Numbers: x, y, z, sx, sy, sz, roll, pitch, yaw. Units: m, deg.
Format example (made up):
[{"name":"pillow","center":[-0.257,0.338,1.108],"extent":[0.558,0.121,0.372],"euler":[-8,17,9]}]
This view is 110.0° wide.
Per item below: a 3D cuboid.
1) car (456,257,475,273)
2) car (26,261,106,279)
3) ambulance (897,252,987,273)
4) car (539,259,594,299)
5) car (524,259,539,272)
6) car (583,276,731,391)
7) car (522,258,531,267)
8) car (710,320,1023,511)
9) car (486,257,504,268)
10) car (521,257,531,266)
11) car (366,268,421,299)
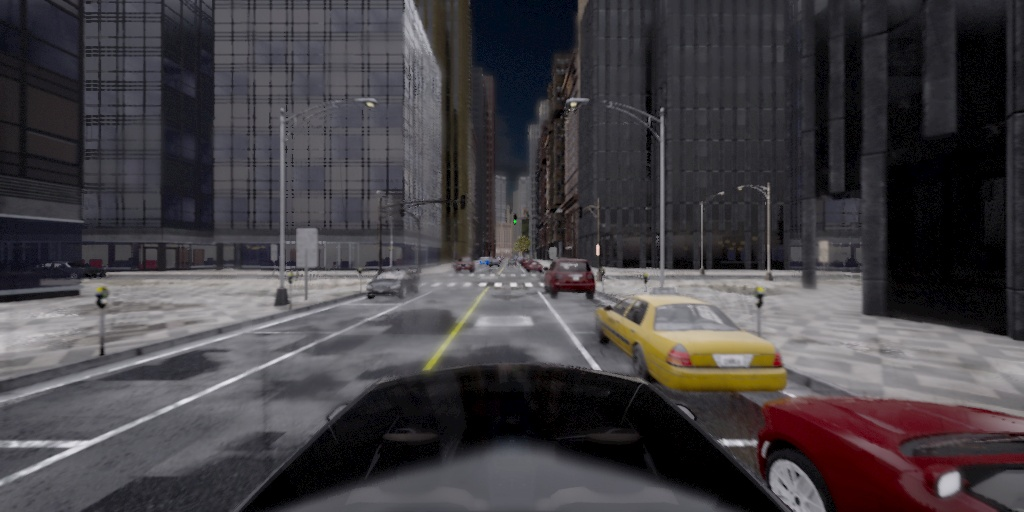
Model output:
[{"name":"car","center":[-5.750,1.073,44.744],"extent":[2.192,1.841,5.009],"euler":[0,0,0]},{"name":"car","center":[-36.459,1.189,29.413],"extent":[5.008,1.535,1.882],"euler":[0,0,0]},{"name":"ambulance","center":[39.561,0.859,33.148],"extent":[6.366,2.431,2.351],"euler":[0,0,0]},{"name":"car","center":[2.767,1.065,17.907],"extent":[2.192,1.841,5.009],"euler":[0,0,0]},{"name":"car","center":[2.775,1.340,44.761],"extent":[1.802,1.307,4.207],"euler":[0,0,0]},{"name":"car","center":[2.764,1.275,6.805],"extent":[1.751,1.417,4.829],"euler":[0,0,0]},{"name":"car","center":[2.777,1.343,50.380],"extent":[1.802,1.307,4.207],"euler":[0,0,0]},{"name":"car","center":[2.762,1.295,0.998],"extent":[1.888,1.381,4.507],"euler":[0,0,0]},{"name":"car","center":[-2.997,1.316,62.954],"extent":[2.033,1.411,5.357],"euler":[0,0,0]},{"name":"car","center":[2.779,1.309,55.998],"extent":[1.888,1.381,4.507],"euler":[0,0,0]},{"name":"car","center":[-5.758,1.301,17.890],"extent":[2.007,1.370,4.403],"euler":[0,0,0]}]
